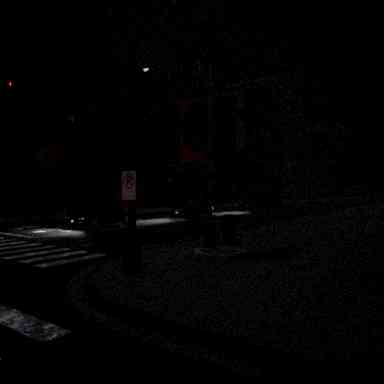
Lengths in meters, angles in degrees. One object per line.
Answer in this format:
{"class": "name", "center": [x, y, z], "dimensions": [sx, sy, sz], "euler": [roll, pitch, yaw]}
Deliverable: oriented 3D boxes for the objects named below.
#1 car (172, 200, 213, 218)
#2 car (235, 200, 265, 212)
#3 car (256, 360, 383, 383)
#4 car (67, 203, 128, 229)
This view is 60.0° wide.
{"class": "car", "center": [0.091, 1.530, 30.751], "dimensions": [2.128, 1.511, 4.902], "euler": [0, 0, 35]}
{"class": "car", "center": [7.125, 1.664, 40.680], "dimensions": [1.895, 1.301, 4.718], "euler": [0, 0, 35]}
{"class": "car", "center": [2.150, 1.551, 1.312], "dimensions": [4.403, 1.369, 2.008], "euler": [0, 0, 36]}
{"class": "car", "center": [-5.969, 1.525, 22.215], "dimensions": [1.837, 1.490, 4.892], "euler": [0, 0, 32]}
